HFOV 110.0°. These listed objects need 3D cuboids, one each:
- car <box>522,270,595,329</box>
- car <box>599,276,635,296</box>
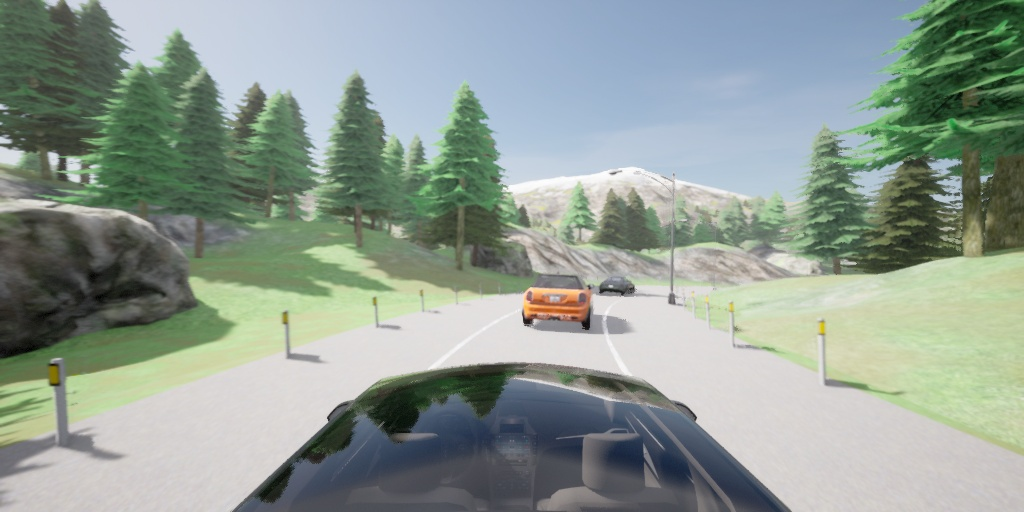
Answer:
[{"bbox_3d":[1.776,1.354,12.630,2.097,1.767,4.553,1,-2,14],"label":"car"},{"bbox_3d":[8.308,2.300,28.124,1.994,1.385,4.181,2,-2,31],"label":"car"}]
